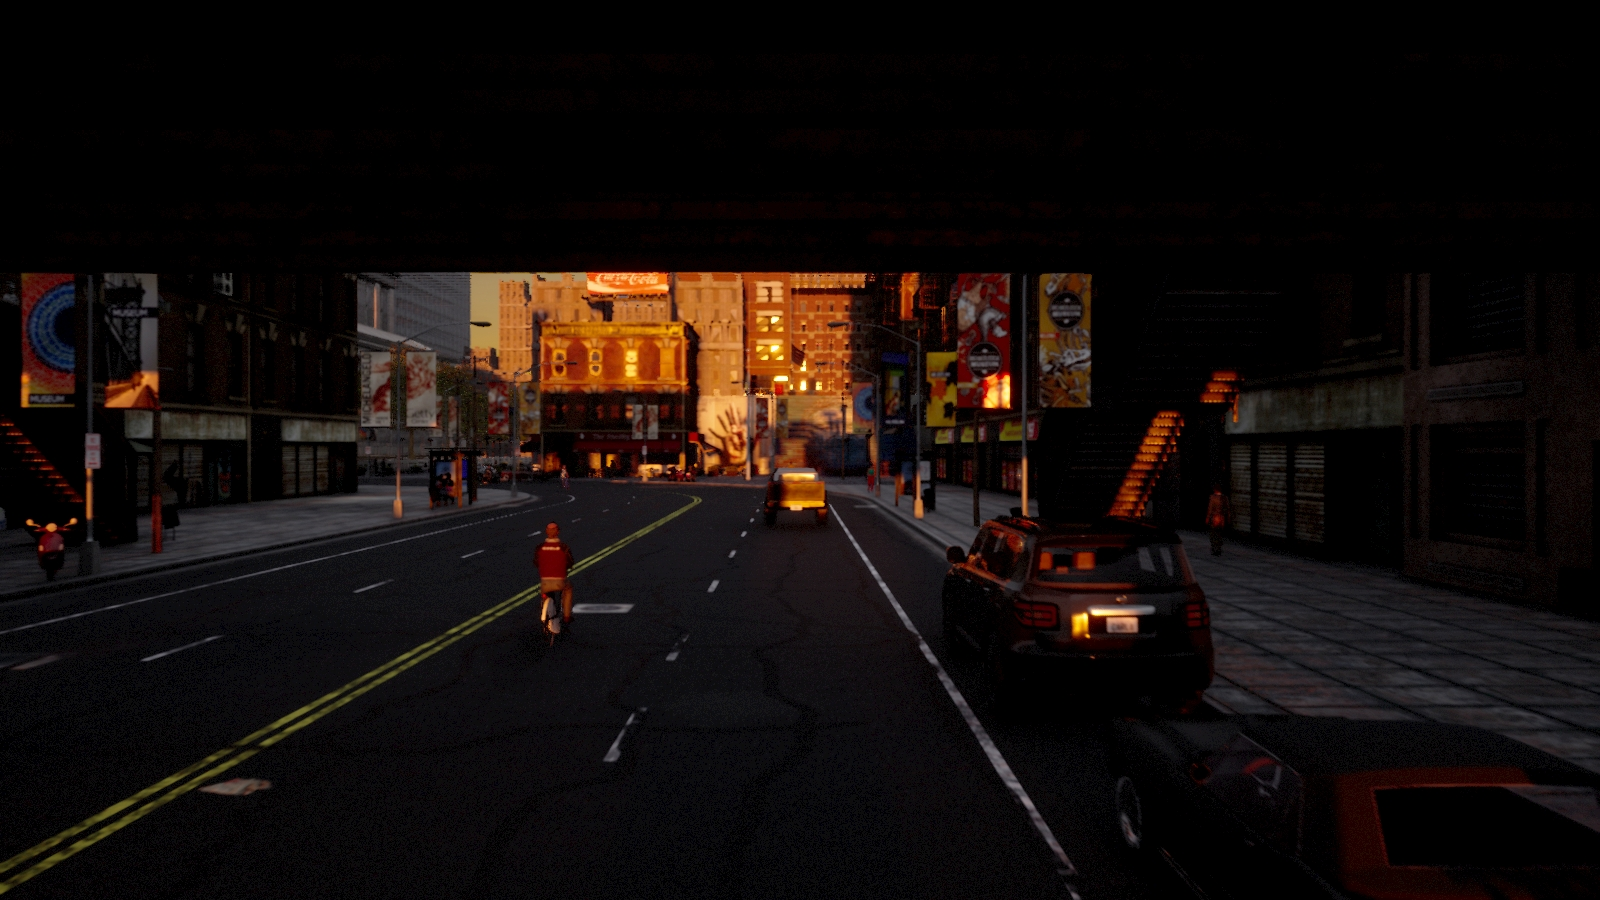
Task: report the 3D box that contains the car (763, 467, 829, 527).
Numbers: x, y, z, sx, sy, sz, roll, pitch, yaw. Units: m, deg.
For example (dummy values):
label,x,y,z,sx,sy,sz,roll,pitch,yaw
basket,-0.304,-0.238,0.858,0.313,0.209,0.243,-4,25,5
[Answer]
label,x,y,z,sx,sy,sz,roll,pitch,yaw
car,-0.160,1.753,44.899,2.390,2.098,6.274,0,0,0

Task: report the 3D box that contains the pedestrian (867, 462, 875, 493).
label,x,y,z,sx,sy,sz,roll,pitch,yaw
pedestrian,4.342,1.696,69.914,0.375,1.860,0.375,0,0,-12

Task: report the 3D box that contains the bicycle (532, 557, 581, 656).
label,x,y,z,sx,sy,sz,roll,pitch,yaw
bicycle,-3.495,2.210,16.468,0.329,1.171,1.835,0,0,0

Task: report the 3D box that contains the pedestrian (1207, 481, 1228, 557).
label,x,y,z,sx,sy,sz,roll,pitch,yaw
pedestrian,10.304,1.696,28.189,0.375,1.860,0.375,0,0,0
